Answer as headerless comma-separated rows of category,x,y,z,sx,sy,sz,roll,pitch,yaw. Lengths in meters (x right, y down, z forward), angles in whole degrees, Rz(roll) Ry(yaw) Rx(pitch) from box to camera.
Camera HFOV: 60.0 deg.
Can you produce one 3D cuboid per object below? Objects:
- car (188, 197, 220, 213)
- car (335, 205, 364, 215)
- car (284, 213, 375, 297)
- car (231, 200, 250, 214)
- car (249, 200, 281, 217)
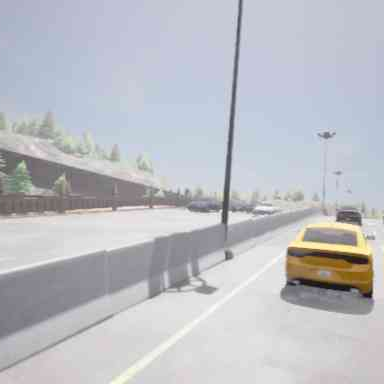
car,1.328,1.285,35.845,2.097,1.767,4.553,2,0,27
car,12.891,1.844,27.315,1.837,1.490,4.892,2,0,26
car,3.861,1.575,9.153,1.882,1.535,5.008,2,0,26
car,5.941,1.618,37.224,2.128,1.511,4.902,2,-1,27
car,7.293,1.666,32.145,1.812,1.442,4.674,2,0,27
